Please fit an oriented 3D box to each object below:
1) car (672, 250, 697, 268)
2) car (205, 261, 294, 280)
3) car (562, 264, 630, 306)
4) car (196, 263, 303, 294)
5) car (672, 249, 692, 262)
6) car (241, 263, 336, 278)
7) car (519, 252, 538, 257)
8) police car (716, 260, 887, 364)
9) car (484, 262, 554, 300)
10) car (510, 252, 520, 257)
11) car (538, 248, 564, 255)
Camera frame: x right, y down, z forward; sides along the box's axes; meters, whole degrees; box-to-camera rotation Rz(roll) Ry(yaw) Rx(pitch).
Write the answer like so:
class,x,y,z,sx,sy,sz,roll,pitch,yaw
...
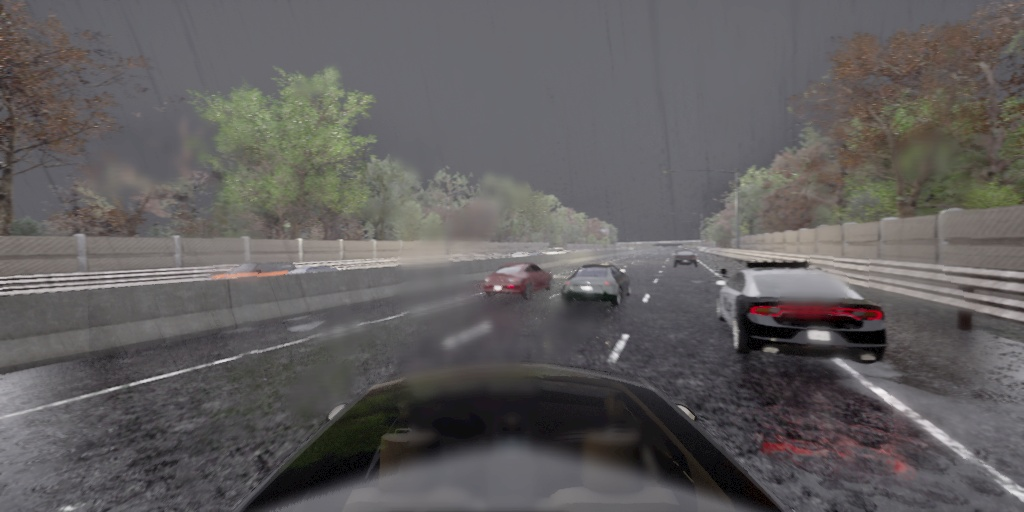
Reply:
class,x,y,z,sx,sy,sz,roll,pitch,yaw
car,15.812,0.197,32.801,1.882,1.535,5.008,-1,1,25
car,-13.652,1.135,19.211,2.097,1.767,4.553,-1,1,25
car,3.347,0.988,13.826,1.994,1.385,4.181,-1,1,25
car,-16.083,1.281,22.306,2.128,1.511,4.902,-1,1,25
car,20.973,-0.089,44.249,2.033,1.411,5.357,-1,1,25
car,-10.355,1.242,17.999,1.812,1.442,4.674,-1,1,25
car,3.583,0.145,56.851,2.033,1.411,5.357,-1,1,25
police car,5.604,0.907,7.642,1.930,1.638,5.238,-1,1,25
car,0.411,0.991,15.819,1.812,1.442,4.674,-1,1,25
car,1.104,0.135,59.849,1.812,1.442,4.674,-1,1,25
car,6.426,-0.219,54.714,2.150,2.045,5.566,-1,1,25
